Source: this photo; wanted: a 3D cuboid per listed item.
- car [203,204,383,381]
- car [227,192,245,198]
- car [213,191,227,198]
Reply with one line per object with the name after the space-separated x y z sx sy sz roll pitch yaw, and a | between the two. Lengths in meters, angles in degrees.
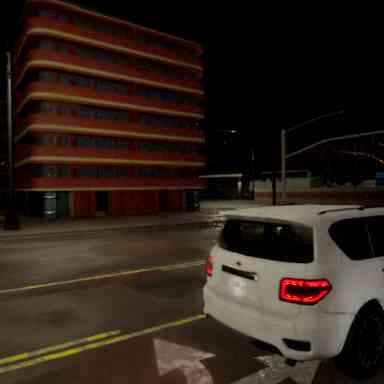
2.763 1.222 5.700 5.566 2.045 2.150 0 0 -35 | car
11.721 0.822 85.307 3.806 1.475 1.970 -1 1 -35 | car
7.756 0.675 89.534 4.611 1.667 2.242 -1 1 -35 | car
